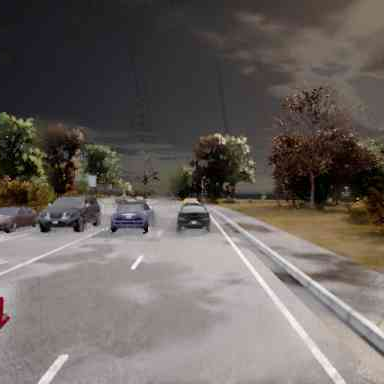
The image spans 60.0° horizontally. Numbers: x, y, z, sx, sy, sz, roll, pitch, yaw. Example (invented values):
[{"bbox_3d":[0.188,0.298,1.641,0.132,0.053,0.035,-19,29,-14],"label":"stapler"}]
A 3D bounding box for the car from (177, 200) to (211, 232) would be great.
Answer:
[{"bbox_3d":[0.096,1.481,20.286,1.882,1.535,5.008,0,0,0],"label":"car"}]

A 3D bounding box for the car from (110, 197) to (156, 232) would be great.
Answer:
[{"bbox_3d":[-3.403,1.356,20.021,2.097,1.767,4.553,0,0,0],"label":"car"}]

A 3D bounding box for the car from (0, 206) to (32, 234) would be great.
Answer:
[{"bbox_3d":[-10.605,1.551,19.624,2.033,1.411,5.357,0,0,0],"label":"car"}]

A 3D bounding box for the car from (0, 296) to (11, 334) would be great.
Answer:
[{"bbox_3d":[-3.399,1.601,2.385,1.895,1.301,4.718,0,0,0],"label":"car"}]

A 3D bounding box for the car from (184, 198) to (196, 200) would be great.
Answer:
[{"bbox_3d":[-0.217,1.486,38.682,1.882,1.535,5.008,0,0,-2],"label":"car"}]

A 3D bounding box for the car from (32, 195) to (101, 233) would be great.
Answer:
[{"bbox_3d":[-7.108,1.225,20.023,2.150,2.045,5.566,0,0,0],"label":"car"}]
